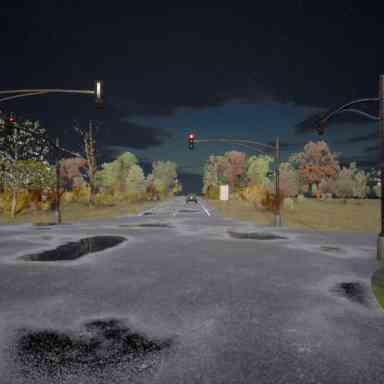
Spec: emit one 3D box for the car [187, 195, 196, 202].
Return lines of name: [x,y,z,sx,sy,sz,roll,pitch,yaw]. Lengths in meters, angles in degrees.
car: [-0.055,1.464,77.963,2.033,1.411,5.357,0,0,0]

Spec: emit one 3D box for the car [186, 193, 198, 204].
car: [-0.047,1.292,67.572,2.150,2.045,5.566,0,0,0]
